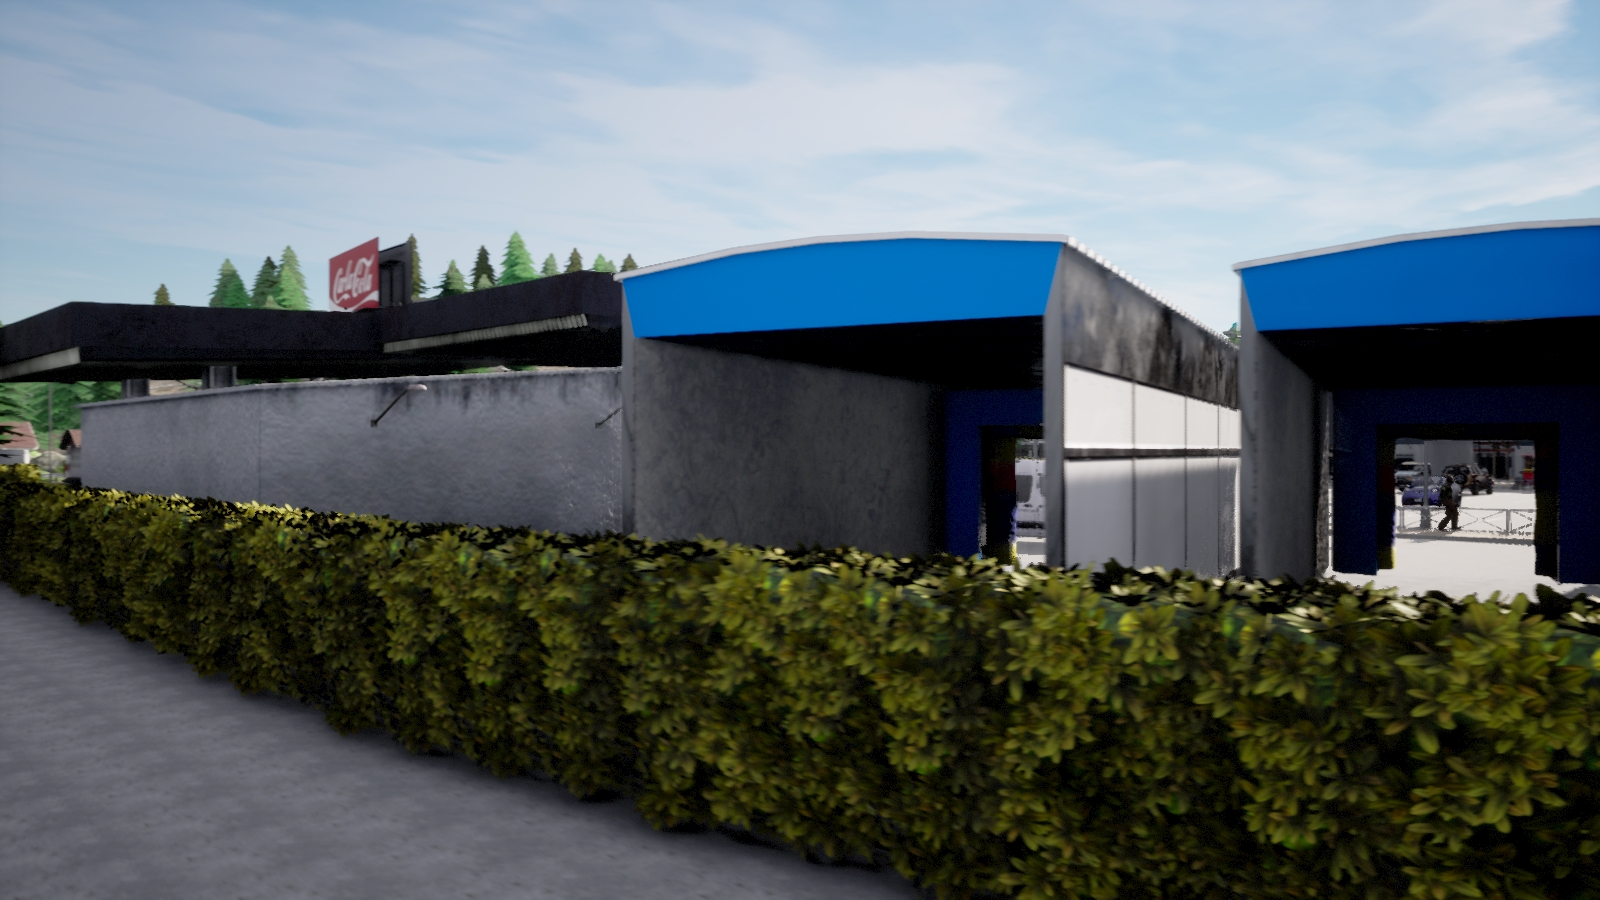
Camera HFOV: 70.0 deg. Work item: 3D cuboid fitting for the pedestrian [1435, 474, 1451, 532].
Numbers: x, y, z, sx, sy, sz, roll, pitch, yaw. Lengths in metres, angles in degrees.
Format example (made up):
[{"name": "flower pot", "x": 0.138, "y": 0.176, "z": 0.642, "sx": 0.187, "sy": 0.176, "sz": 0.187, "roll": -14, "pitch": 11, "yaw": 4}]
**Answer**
[{"name": "pedestrian", "x": 20.847, "y": 1.720, "z": 37.030, "sx": 0.375, "sy": 1.860, "sz": 0.375, "roll": 0, "pitch": 0, "yaw": -45}]
